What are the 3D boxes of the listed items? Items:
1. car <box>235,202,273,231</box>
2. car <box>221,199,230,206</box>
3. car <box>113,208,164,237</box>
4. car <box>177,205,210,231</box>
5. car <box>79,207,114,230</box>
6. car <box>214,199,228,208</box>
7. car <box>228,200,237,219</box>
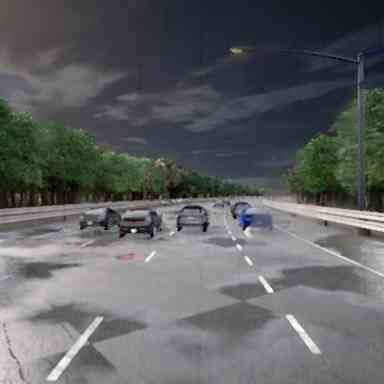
[{"bbox_3d":[4.203,1.718,22.543,1.882,1.535,5.008,0,-1,3],"label":"car"},{"bbox_3d":[7.919,2.400,78.436,1.812,1.442,4.674,0,-1,12],"label":"car"},{"bbox_3d":[-2.842,1.711,19.300,1.837,1.490,4.892,0,0,3],"label":"car"},{"bbox_3d":[0.195,1.671,22.531,2.033,1.649,4.856,0,0,6],"label":"car"},{"bbox_3d":[-6.172,1.767,22.815,1.812,1.442,4.674,0,-1,3],"label":"car"},{"bbox_3d":[5.246,2.244,63.149,2.033,1.411,5.357,0,-1,10],"label":"car"},{"bbox_3d":[4.978,1.788,33.188,2.033,1.649,4.856,0,-1,5],"label":"car"}]
